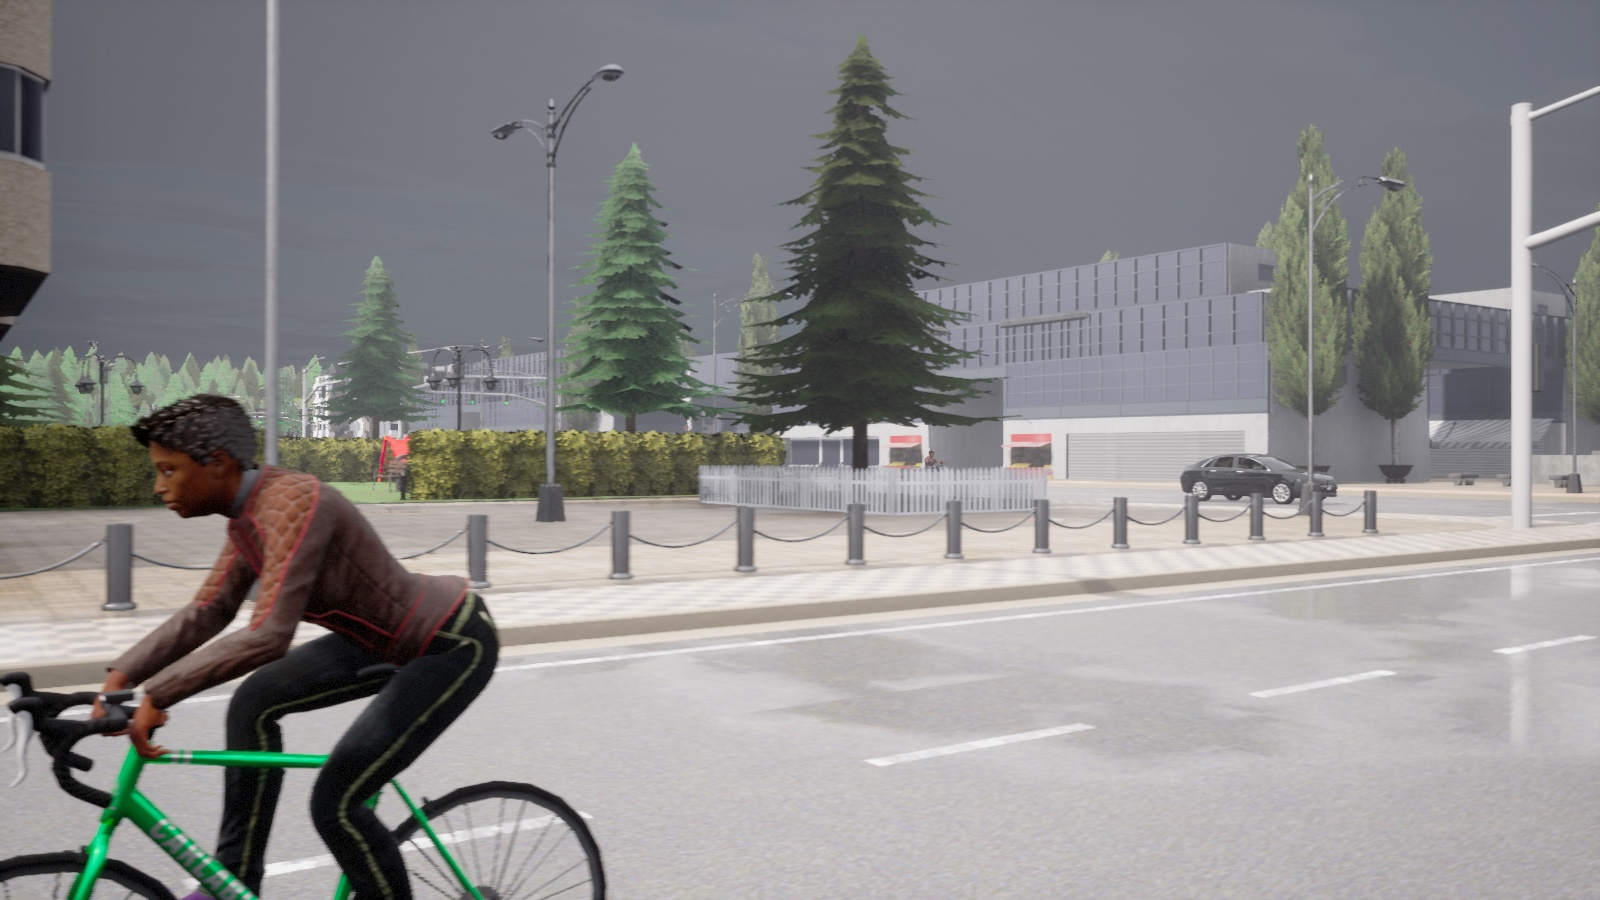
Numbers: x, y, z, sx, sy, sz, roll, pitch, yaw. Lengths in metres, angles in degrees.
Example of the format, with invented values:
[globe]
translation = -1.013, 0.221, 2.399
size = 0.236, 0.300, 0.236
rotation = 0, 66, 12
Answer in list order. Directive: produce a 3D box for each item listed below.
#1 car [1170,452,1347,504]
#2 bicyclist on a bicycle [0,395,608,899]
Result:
[car]
translation = 13.939, 0.815, 38.463
size = 1.837, 1.490, 4.892
rotation = 0, 0, -35
[bicyclist on a bicycle]
translation = -1.305, 0.707, 2.751
size = 1.656, 1.620, 0.582
rotation = 0, 0, -35
